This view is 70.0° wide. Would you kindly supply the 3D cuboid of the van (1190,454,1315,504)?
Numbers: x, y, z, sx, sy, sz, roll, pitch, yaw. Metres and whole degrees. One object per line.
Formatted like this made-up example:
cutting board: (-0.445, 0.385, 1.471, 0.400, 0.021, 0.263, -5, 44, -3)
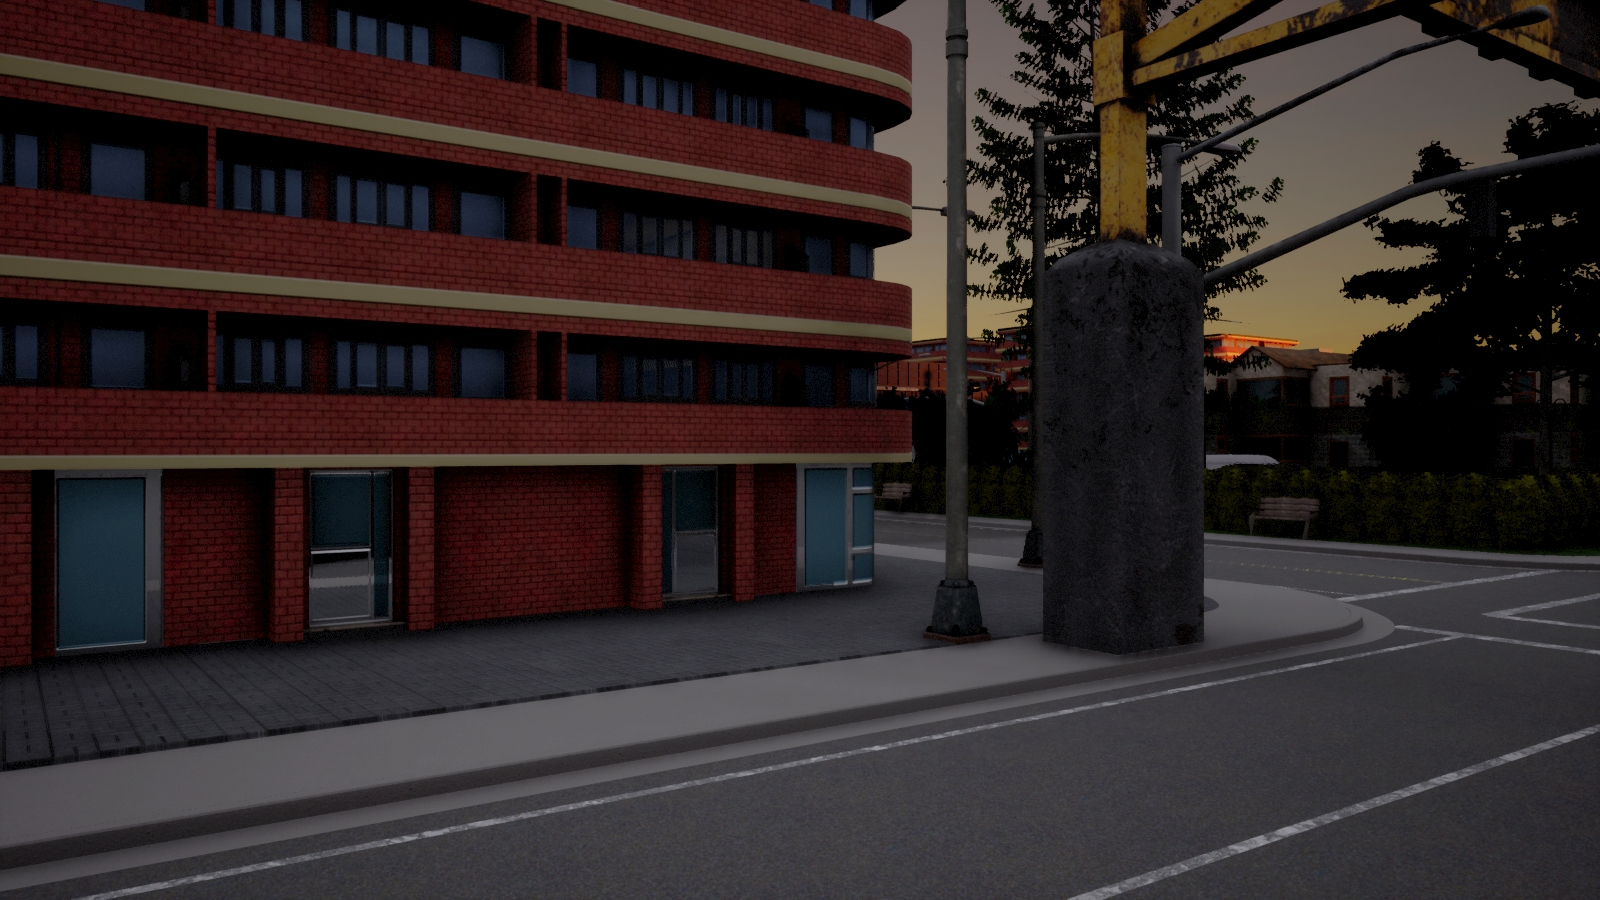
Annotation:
van: (24.090, 1.511, 61.027, 5.915, 2.561, 1.988, 0, 0, 10)
